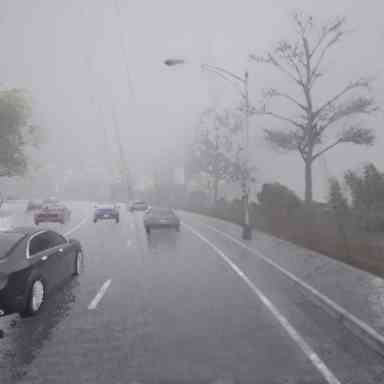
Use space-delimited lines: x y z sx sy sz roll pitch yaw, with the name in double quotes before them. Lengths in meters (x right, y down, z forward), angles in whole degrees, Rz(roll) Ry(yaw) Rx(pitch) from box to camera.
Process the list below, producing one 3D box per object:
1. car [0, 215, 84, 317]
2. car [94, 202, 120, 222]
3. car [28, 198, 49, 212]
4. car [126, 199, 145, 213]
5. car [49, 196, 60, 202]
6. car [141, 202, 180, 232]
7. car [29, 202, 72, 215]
"car" -3.823 1.518 7.400 1.837 1.490 4.892 0 0 -4
"car" -6.687 1.546 26.185 1.812 1.442 4.674 0 0 -13
"car" -18.424 1.564 39.665 1.812 1.442 4.674 0 0 -22
"car" -6.229 1.515 37.290 2.128 1.511 4.902 0 0 -18
"car" -26.103 1.574 62.371 1.812 1.442 4.674 0 0 -32
"car" -1.915 1.573 20.320 1.994 1.385 4.181 0 0 -9
"car" -9.975 1.628 24.069 1.895 1.301 4.718 0 0 -13
